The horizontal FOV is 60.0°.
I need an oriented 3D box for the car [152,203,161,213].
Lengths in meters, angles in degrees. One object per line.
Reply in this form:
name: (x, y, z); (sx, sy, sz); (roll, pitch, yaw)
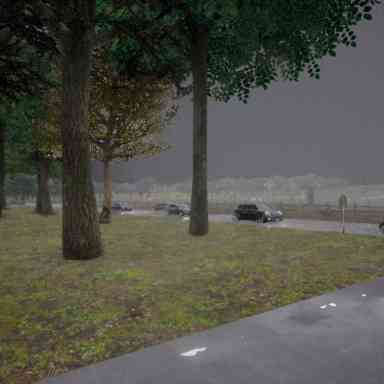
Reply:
car: (-4.047, 2.238, 47.842); (1.837, 1.490, 4.892); (-1, 0, -35)

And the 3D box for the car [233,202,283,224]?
car: (5.663, 1.758, 28.865); (2.097, 1.767, 4.553); (-1, 0, -35)

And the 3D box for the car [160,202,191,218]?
car: (-1.415, 2.135, 38.967); (1.837, 1.490, 4.892); (-1, 0, -35)

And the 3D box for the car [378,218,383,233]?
car: (12.849, 1.729, 18.633); (1.994, 1.385, 4.181); (-1, -1, -35)

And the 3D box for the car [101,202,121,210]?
car: (-15.797, 2.631, 64.591); (2.033, 1.411, 5.357); (-1, 0, -35)

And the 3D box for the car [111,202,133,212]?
car: (-11.129, 2.433, 52.943); (1.837, 1.490, 4.892); (-1, -1, -35)
